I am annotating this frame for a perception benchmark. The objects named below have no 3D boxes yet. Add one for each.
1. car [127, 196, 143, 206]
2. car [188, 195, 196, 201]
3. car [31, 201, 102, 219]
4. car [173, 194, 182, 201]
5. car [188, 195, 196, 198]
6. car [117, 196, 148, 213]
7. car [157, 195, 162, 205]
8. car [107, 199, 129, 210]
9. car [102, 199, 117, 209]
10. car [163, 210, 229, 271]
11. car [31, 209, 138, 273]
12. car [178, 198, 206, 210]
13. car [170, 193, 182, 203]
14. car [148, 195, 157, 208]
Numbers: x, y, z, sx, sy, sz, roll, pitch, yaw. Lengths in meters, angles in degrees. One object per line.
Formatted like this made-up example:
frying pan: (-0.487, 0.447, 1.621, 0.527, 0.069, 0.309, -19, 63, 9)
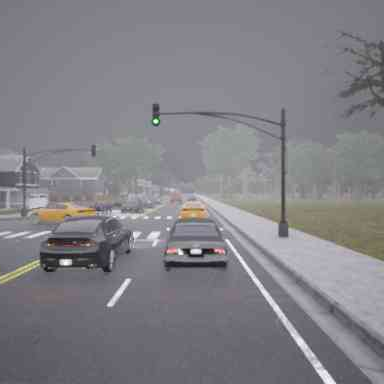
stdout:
car: (-9.767, 1.506, 57.211, 1.837, 1.490, 4.892, 0, 0, 0)
car: (0.014, 1.396, 77.578, 1.994, 1.385, 4.181, 0, 0, 0)
car: (-9.151, 1.487, 23.535, 5.008, 1.535, 1.882, 0, -1, 26)
car: (-3.236, 1.321, 77.579, 1.882, 1.535, 5.008, 0, 0, 0)
car: (0.013, 1.500, 67.157, 1.837, 1.490, 4.892, 0, 0, 0)
car: (-6.554, 1.513, 37.120, 1.837, 1.490, 4.892, 0, 0, 2)
car: (-6.516, 1.351, 57.986, 2.097, 1.767, 4.553, 0, 0, 0)
car: (-9.841, 1.606, 44.771, 1.895, 1.301, 4.718, 0, 0, 0)
car: (-9.840, 1.609, 35.602, 1.895, 1.301, 4.718, 0, 0, 0)
car: (0.102, 1.553, 10.924, 2.033, 1.411, 5.357, 0, 0, 0)
car: (-3.149, 1.510, 10.738, 1.837, 1.490, 4.892, 0, 0, 0)
car: (0.102, 1.487, 26.740, 1.882, 1.535, 5.008, 0, 0, 0)
car: (-3.237, 1.219, 67.187, 2.150, 2.045, 5.566, 0, 0, 0)
car: (-6.578, 1.356, 46.980, 2.097, 1.767, 4.553, 0, 0, 0)
